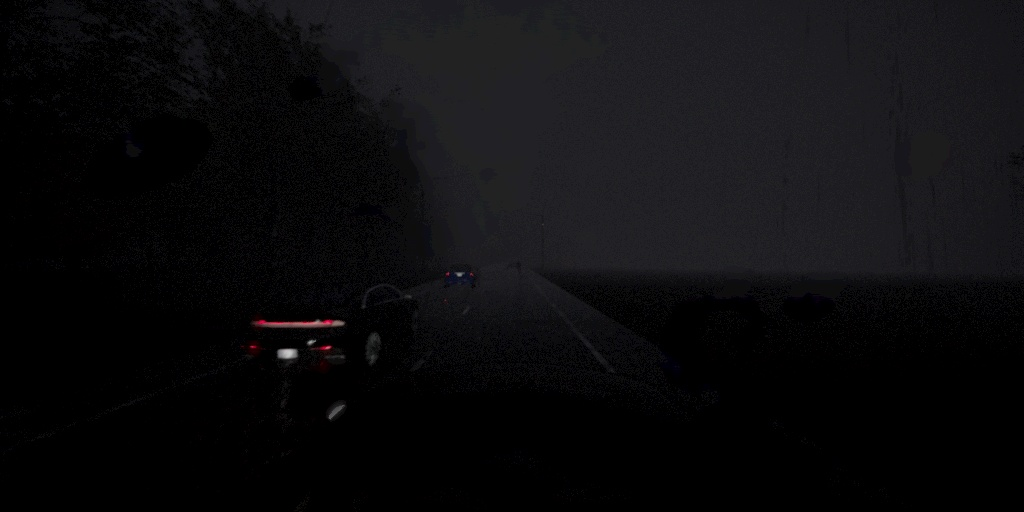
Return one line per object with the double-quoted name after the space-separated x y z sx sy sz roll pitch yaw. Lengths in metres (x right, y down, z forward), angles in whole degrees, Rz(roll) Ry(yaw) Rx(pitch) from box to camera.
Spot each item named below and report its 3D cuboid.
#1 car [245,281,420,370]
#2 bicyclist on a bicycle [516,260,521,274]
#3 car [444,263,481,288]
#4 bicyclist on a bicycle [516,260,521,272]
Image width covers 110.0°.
-3.397 1.282 7.853 2.128 1.511 4.902 0 0 0 "car"
0.970 1.501 46.455 0.582 1.620 1.656 0 -1 0 "bicyclist on a bicycle"
-3.399 1.259 25.344 2.097 1.767 4.553 0 0 0 "car"
0.970 1.479 55.563 0.659 1.776 1.843 0 0 0 "bicyclist on a bicycle"
